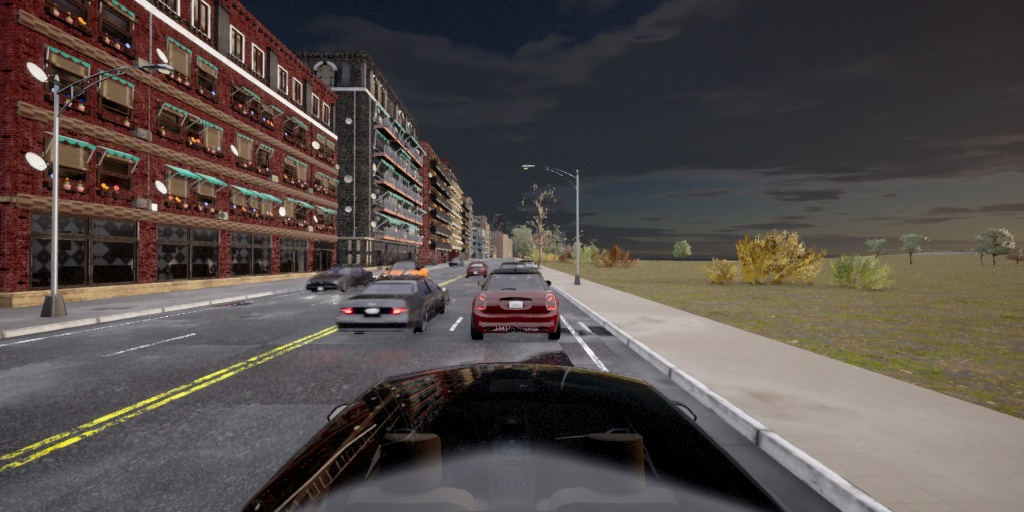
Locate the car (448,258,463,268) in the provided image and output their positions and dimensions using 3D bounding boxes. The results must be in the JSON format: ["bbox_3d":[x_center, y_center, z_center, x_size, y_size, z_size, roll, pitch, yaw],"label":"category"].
[{"bbox_3d":[-9.894,1.104,63.265,2.097,1.767,4.553,0,0,0],"label":"car"}]

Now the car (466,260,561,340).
[{"bbox_3d":[0.081,1.103,10.133,2.097,1.767,4.553,0,0,0],"label":"car"}]

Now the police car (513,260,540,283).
[{"bbox_3d":[1.098,1.179,29.401,1.930,1.638,5.238,0,0,0],"label":"police car"}]

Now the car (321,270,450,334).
[{"bbox_3d":[-3.165,1.298,10.630,2.033,1.411,5.357,0,0,0],"label":"car"}]

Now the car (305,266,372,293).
[{"bbox_3d":[-9.877,1.300,21.135,2.033,1.411,5.357,0,0,0],"label":"car"}]

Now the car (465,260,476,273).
[{"bbox_3d":[-3.195,1.279,33.883,1.812,1.442,4.674,0,0,0],"label":"car"}]

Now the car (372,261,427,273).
[{"bbox_3d":[-6.630,1.105,22.363,2.097,1.767,4.553,0,0,0],"label":"car"}]
